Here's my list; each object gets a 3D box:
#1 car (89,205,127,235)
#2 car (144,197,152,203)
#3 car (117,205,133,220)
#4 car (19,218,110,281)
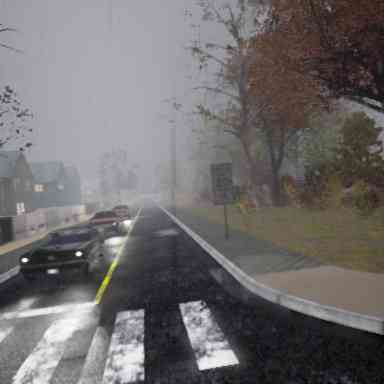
[{"bbox_3d":[-5.524,1.932,21.459,1.812,1.442,4.674,-6,0,-8],"label":"car"},{"bbox_3d":[-12.144,2.295,92.057,1.837,1.490,4.892,-6,0,-8],"label":"car"},{"bbox_3d":[-7.164,2.047,33.767,1.812,1.442,4.674,-6,0,-8],"label":"car"},{"bbox_3d":[-4.166,1.912,11.391,1.895,1.301,4.718,-6,0,-8],"label":"car"}]
